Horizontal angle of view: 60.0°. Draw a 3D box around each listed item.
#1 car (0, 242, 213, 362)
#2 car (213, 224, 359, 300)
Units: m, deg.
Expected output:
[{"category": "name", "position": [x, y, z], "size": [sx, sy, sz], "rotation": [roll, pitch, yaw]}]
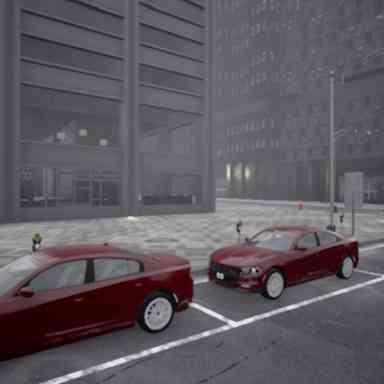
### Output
[{"category": "car", "position": [-2.065, 1.545, 5.192], "size": [4.507, 1.381, 1.887], "rotation": [0, 0, -36]}, {"category": "car", "position": [2.428, 1.545, 8.408], "size": [4.507, 1.381, 1.887], "rotation": [0, 0, -36]}]
